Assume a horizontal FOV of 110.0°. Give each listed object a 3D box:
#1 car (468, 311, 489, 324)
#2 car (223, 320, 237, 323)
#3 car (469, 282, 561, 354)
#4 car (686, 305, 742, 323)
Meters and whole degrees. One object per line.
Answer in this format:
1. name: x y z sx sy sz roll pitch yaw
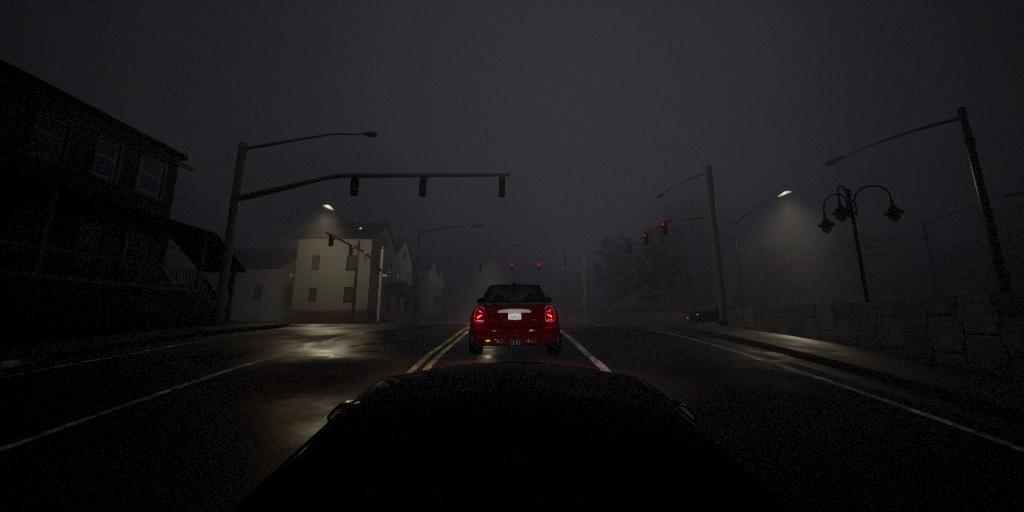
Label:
1. car: -3.574 6.618 38.684 1.895 1.301 4.718 0 -10 -1
2. car: -19.889 5.152 24.881 5.008 1.535 1.882 -9 -10 0
3. car: 0.062 1.564 10.042 2.097 1.767 4.553 -1 -6 0
4. car: 16.313 4.622 28.269 4.902 1.511 2.128 0 -10 1
